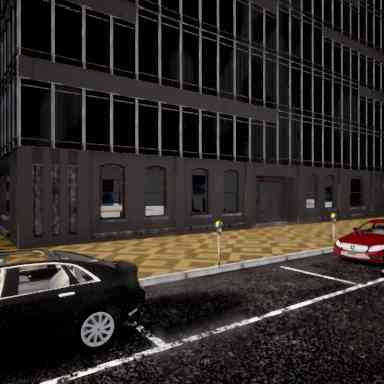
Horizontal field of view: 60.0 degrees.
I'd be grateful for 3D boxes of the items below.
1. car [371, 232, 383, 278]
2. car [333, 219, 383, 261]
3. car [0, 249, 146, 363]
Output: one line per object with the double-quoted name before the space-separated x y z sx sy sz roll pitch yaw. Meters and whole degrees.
"car" 6.396 1.600 7.782 4.718 1.301 1.895 0 0 -35
"car" 6.495 1.582 11.148 4.206 1.307 1.802 0 0 -35
"car" -2.795 1.551 4.566 4.403 1.369 2.008 0 0 -35
